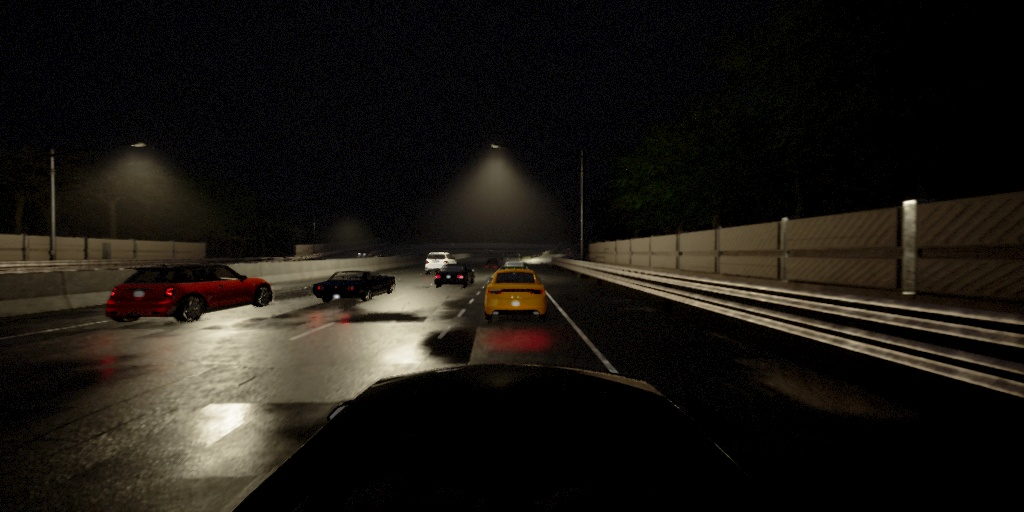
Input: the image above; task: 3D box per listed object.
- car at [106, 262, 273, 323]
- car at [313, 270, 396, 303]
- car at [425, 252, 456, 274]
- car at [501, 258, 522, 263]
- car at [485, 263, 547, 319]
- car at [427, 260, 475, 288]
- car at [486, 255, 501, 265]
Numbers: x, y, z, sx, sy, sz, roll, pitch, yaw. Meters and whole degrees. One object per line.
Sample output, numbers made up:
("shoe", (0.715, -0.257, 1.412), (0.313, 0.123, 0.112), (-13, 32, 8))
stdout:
("car", (-10.386, 1.062, 12.111), (2.097, 1.767, 4.553), (0, 0, 0))
("car", (-6.875, 1.275, 16.283), (1.895, 1.301, 4.718), (0, 1, 0))
("car", (-6.784, 0.699, 34.628), (2.150, 2.045, 5.566), (0, 1, 0))
("car", (0.193, 1.117, 31.011), (1.895, 1.301, 4.718), (0, 1, 0))
("car", (0.115, 1.183, 12.669), (1.882, 1.535, 5.008), (0, 0, 0))
("car", (-3.455, 1.160, 22.153), (2.033, 1.411, 5.357), (0, 1, 0))
("car", (-3.185, 0.740, 59.159), (1.812, 1.442, 4.674), (0, 1, 0))
